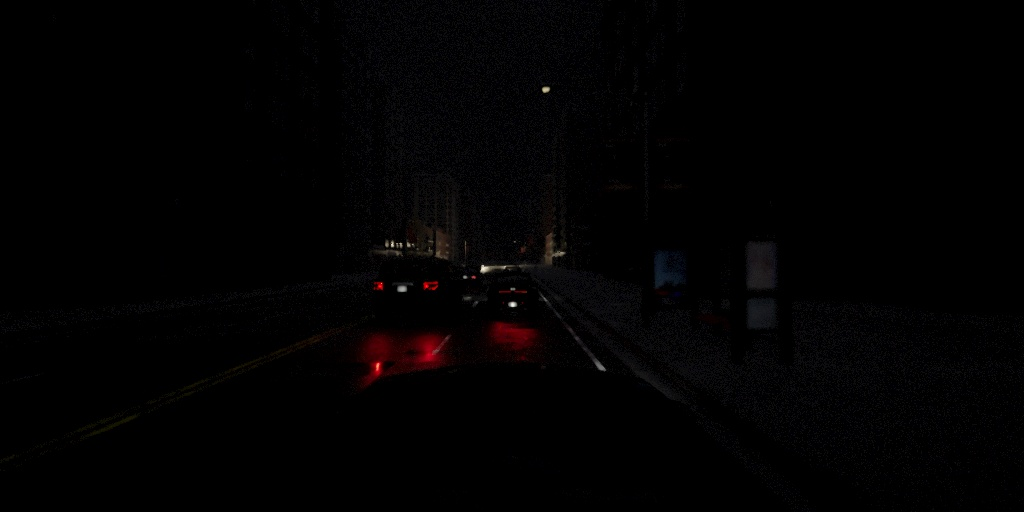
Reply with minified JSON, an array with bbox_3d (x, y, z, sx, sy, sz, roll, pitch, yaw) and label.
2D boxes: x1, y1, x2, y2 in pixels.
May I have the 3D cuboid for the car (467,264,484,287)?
[{"bbox_3d":[-3.213,1.519,27.094,2.033,1.411,5.357,0,0,1],"label":"car"}]

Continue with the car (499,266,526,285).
[{"bbox_3d":[0.060,1.556,29.363,1.994,1.385,4.181,0,0,0],"label":"car"}]

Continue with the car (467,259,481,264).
[{"bbox_3d":[-6.512,1.491,60.403,2.150,2.045,5.566,0,0,1],"label":"car"}]

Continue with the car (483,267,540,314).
[{"bbox_3d":[0.050,1.365,14.293,1.837,1.490,4.892,0,0,1],"label":"car"}]

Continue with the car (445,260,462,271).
[{"bbox_3d":[-9.766,1.624,60.531,2.097,1.767,4.553,0,-1,1],"label":"car"}]

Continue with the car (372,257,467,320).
[{"bbox_3d":[-3.208,1.073,13.215,2.150,2.045,5.566,0,0,0],"label":"car"}]
